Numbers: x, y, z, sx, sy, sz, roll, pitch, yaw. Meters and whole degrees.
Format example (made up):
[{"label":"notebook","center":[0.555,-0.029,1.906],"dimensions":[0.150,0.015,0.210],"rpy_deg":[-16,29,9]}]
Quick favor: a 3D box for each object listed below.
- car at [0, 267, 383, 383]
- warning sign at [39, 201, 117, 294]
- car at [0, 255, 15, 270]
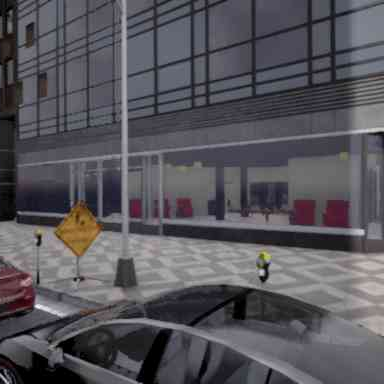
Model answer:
[{"label":"car","center":[-0.077,1.571,3.020],"dimensions":[4.313,1.339,1.947],"rpy_deg":[0,0,35]},{"label":"warning sign","center":[-2.583,1.147,7.595],"dimensions":[1.060,1.860,1.300],"rpy_deg":[0,0,35]},{"label":"car","center":[-4.568,1.625,6.172],"dimensions":[4.206,1.307,1.802],"rpy_deg":[0,0,35]}]
